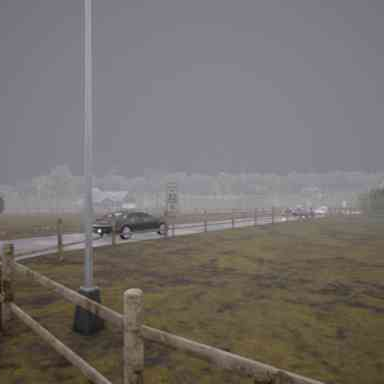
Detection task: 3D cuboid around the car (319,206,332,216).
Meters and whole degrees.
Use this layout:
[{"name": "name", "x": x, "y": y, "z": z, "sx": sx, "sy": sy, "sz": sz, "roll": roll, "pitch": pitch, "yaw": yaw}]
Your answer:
[{"name": "car", "x": 20.642, "y": 2.959, "z": 52.350, "sx": 1.812, "sy": 1.442, "sz": 4.674, "roll": -2, "pitch": -3, "yaw": 36}]

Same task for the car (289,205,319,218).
[{"name": "car", "x": 14.918, "y": 2.670, "z": 44.301, "sx": 1.994, "sy": 1.385, "sz": 4.181, "roll": -2, "pitch": -3, "yaw": 36}]

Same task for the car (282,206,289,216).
[{"name": "car", "x": 15.017, "y": 2.679, "z": 49.252, "sx": 2.097, "sy": 1.767, "sz": 4.553, "roll": -2, "pitch": -3, "yaw": 36}]

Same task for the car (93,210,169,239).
[{"name": "car", "x": -3.336, "y": 1.797, "z": 19.044, "sx": 1.837, "sy": 1.490, "sz": 4.892, "roll": -2, "pitch": -3, "yaw": 36}]
